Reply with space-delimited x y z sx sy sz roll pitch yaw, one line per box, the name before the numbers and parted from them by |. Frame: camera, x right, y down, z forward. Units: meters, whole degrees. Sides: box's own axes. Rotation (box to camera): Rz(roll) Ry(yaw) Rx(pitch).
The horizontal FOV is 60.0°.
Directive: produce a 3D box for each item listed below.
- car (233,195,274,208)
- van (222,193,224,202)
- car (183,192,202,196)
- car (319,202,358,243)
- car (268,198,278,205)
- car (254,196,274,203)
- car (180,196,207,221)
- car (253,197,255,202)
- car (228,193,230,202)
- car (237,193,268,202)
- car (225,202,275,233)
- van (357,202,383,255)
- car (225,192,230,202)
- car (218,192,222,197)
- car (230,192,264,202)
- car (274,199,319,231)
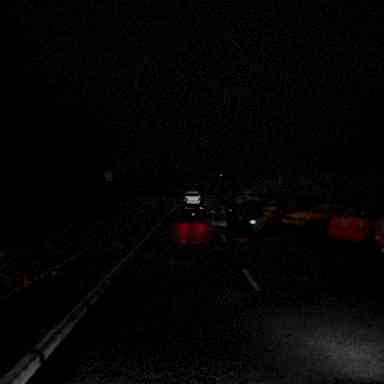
car | 8.064 1.231 43.709 5.008 1.535 2.097 1 0 -20
van | 7.950 0.972 55.598 4.442 1.987 1.878 1 0 -20
car | 0.077 0.965 42.598 2.150 2.045 5.566 0 0 0
car | 8.038 1.315 13.878 4.553 1.767 2.185 1 0 -20
car | 8.090 1.395 22.851 4.792 1.488 2.163 1 0 -20
car | 7.890 1.333 25.754 5.366 1.575 1.946 1 1 -20
car | 0.092 1.338 25.682 2.128 1.511 4.902 0 0 0
car | 8.058 1.355 28.803 4.674 1.452 2.002 1 0 -20
car | 8.051 1.222 46.695 4.892 1.521 2.231 1 0 -20
car | 8.070 1.259 37.743 4.892 1.521 2.231 1 1 -20
car | 3.095 1.472 18.924 1.994 1.385 4.181 0 0 0
van | 7.962 1.235 10.850 4.442 1.987 1.878 1 1 -20
car | 8.231 1.211 49.742 5.366 1.575 1.946 1 0 -20
car | 7.883 1.187 58.557 5.366 1.575 1.946 1 0 -20
car | 8.089 0.991 40.744 5.566 2.045 2.435 1 0 -20
car | 7.891 1.387 19.788 5.366 1.575 1.946 1 1 -20
